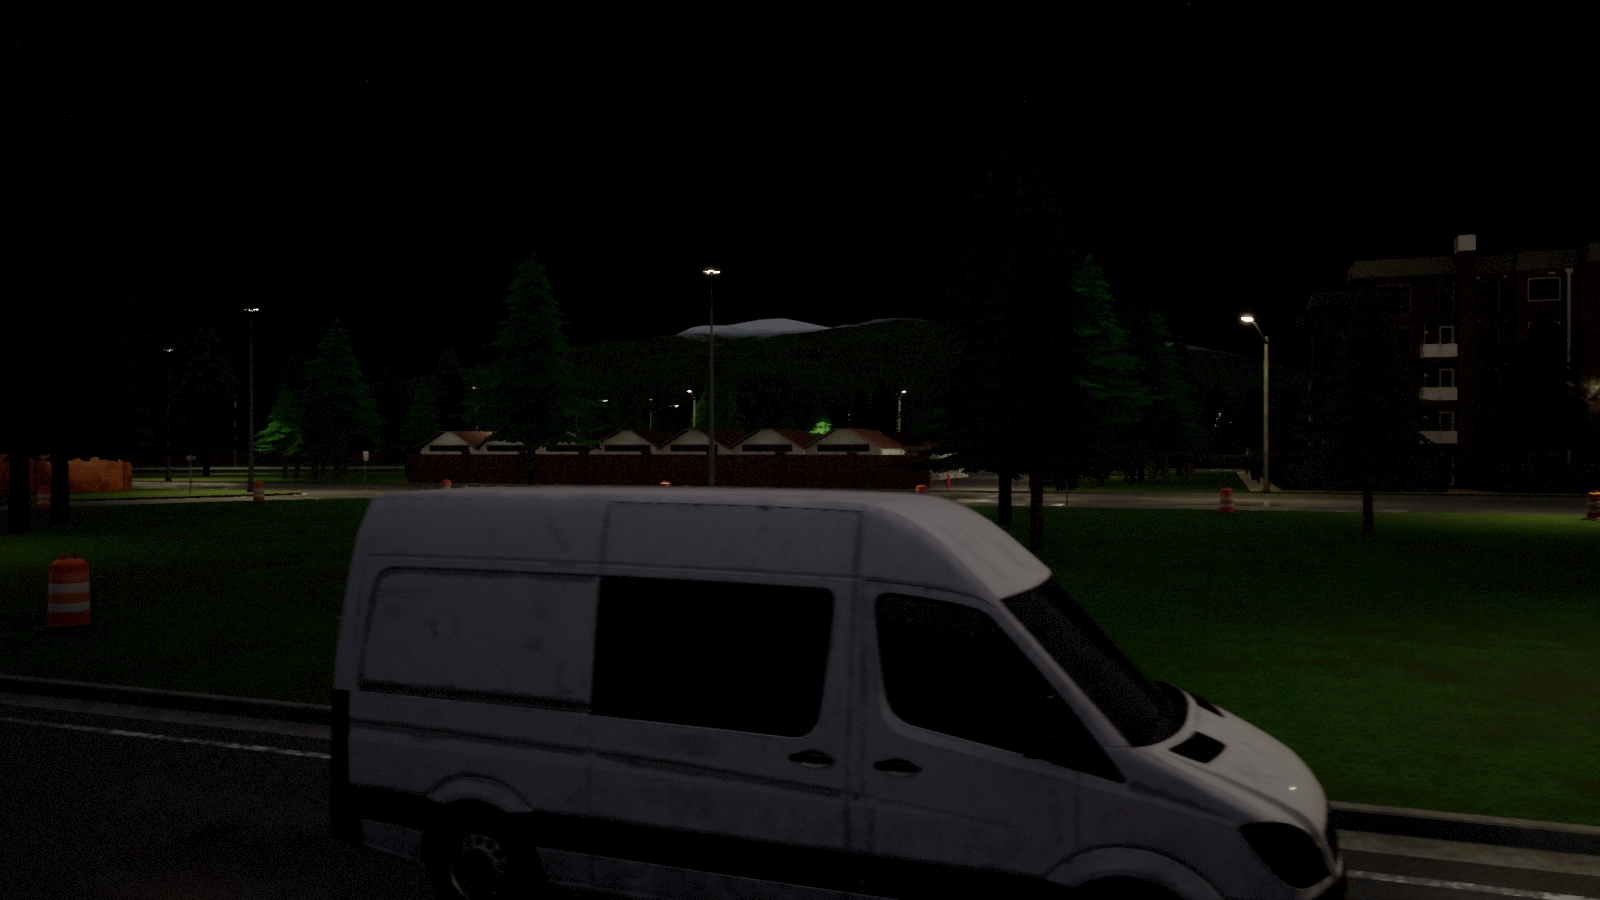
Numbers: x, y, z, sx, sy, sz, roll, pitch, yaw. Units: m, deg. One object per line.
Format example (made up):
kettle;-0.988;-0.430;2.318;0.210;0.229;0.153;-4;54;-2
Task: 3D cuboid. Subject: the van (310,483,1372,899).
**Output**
van;0.089;1.535;6.996;5.915;2.561;1.988;0;0;20
